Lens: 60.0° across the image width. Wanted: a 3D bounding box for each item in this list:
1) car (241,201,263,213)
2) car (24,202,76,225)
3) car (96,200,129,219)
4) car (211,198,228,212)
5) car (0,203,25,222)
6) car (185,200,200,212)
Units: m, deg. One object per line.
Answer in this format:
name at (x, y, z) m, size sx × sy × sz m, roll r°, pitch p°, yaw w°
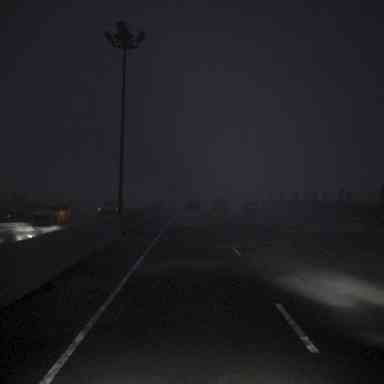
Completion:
car at (7.076, 1.768, 39.652) m, size 2.033 × 1.411 × 5.357 m, roll 0°, pitch 0°, yaw 0°
car at (-10.614, 1.621, 25.756) m, size 1.882 × 1.535 × 5.008 m, roll 0°, pitch 0°, yaw 0°
car at (-7.115, 1.520, 30.095) m, size 2.097 × 1.767 × 4.553 m, roll 0°, pitch 0°, yaw 0°
car at (3.572, 1.600, 43.651) m, size 2.097 × 1.767 × 4.553 m, roll 0°, pitch 0°, yaw 1°
car at (-14.115, 1.663, 28.048) m, size 1.837 × 1.490 × 4.892 m, roll 0°, pitch -1°, yaw 0°
car at (0.074, 1.723, 43.434) m, size 1.882 × 1.535 × 5.008 m, roll 0°, pitch -1°, yaw 0°
